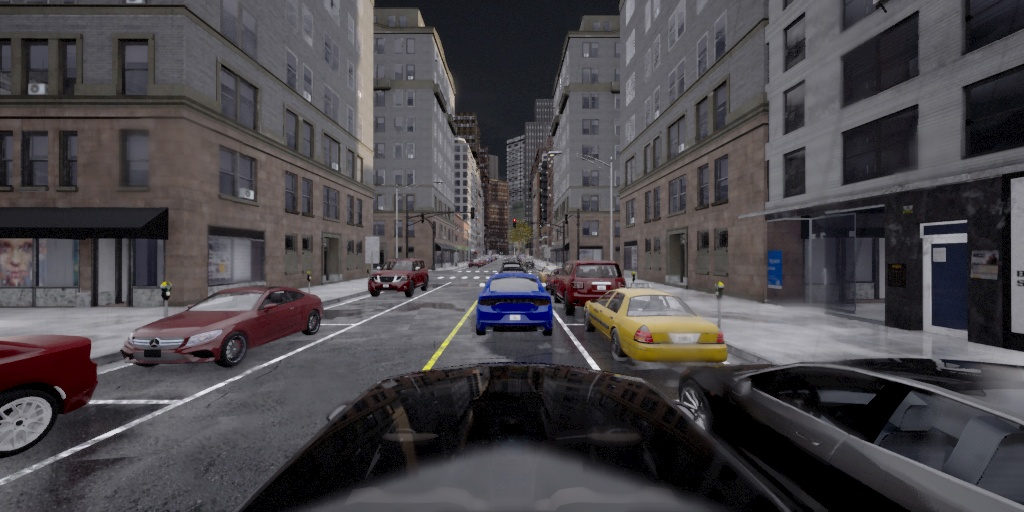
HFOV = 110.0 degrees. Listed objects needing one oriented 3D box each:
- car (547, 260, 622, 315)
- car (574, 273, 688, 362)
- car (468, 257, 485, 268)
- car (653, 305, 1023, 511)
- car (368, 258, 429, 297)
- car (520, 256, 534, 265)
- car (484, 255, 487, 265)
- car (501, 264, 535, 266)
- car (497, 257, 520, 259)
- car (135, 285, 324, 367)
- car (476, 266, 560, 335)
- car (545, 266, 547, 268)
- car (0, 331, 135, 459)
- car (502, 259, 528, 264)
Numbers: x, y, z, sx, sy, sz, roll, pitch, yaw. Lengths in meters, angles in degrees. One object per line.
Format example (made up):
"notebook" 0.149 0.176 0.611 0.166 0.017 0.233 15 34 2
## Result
"car" 2.744 1.055 13.416 2.192 1.841 5.009 0 0 0
"car" 2.753 1.272 8.032 1.751 1.417 4.829 0 0 0
"car" -5.851 1.127 56.621 1.888 1.381 4.507 0 0 0
"car" 2.761 1.316 2.310 1.948 1.339 4.313 0 0 0
"car" -5.791 1.046 18.961 2.192 1.841 5.009 0 0 0
"car" 2.674 1.132 56.628 2.007 1.370 4.403 0 0 0
"car" -5.860 0.990 62.046 1.967 1.591 4.097 0 0 0
"car" 0.067 1.297 18.024 1.994 1.385 4.181 0 0 0
"car" -0.442 1.174 48.083 2.033 1.411 5.357 0 0 3
"car" -5.772 1.328 7.855 1.802 1.307 4.207 0 0 0
"car" 0.035 1.222 10.498 1.882 1.535 5.008 0 0 -1
"car" 2.735 1.313 18.968 1.802 1.307 4.207 0 0 0
"car" -5.764 1.295 2.303 1.888 1.381 4.507 0 0 0
"car" 0.006 1.216 26.937 1.837 1.490 4.892 0 0 0
